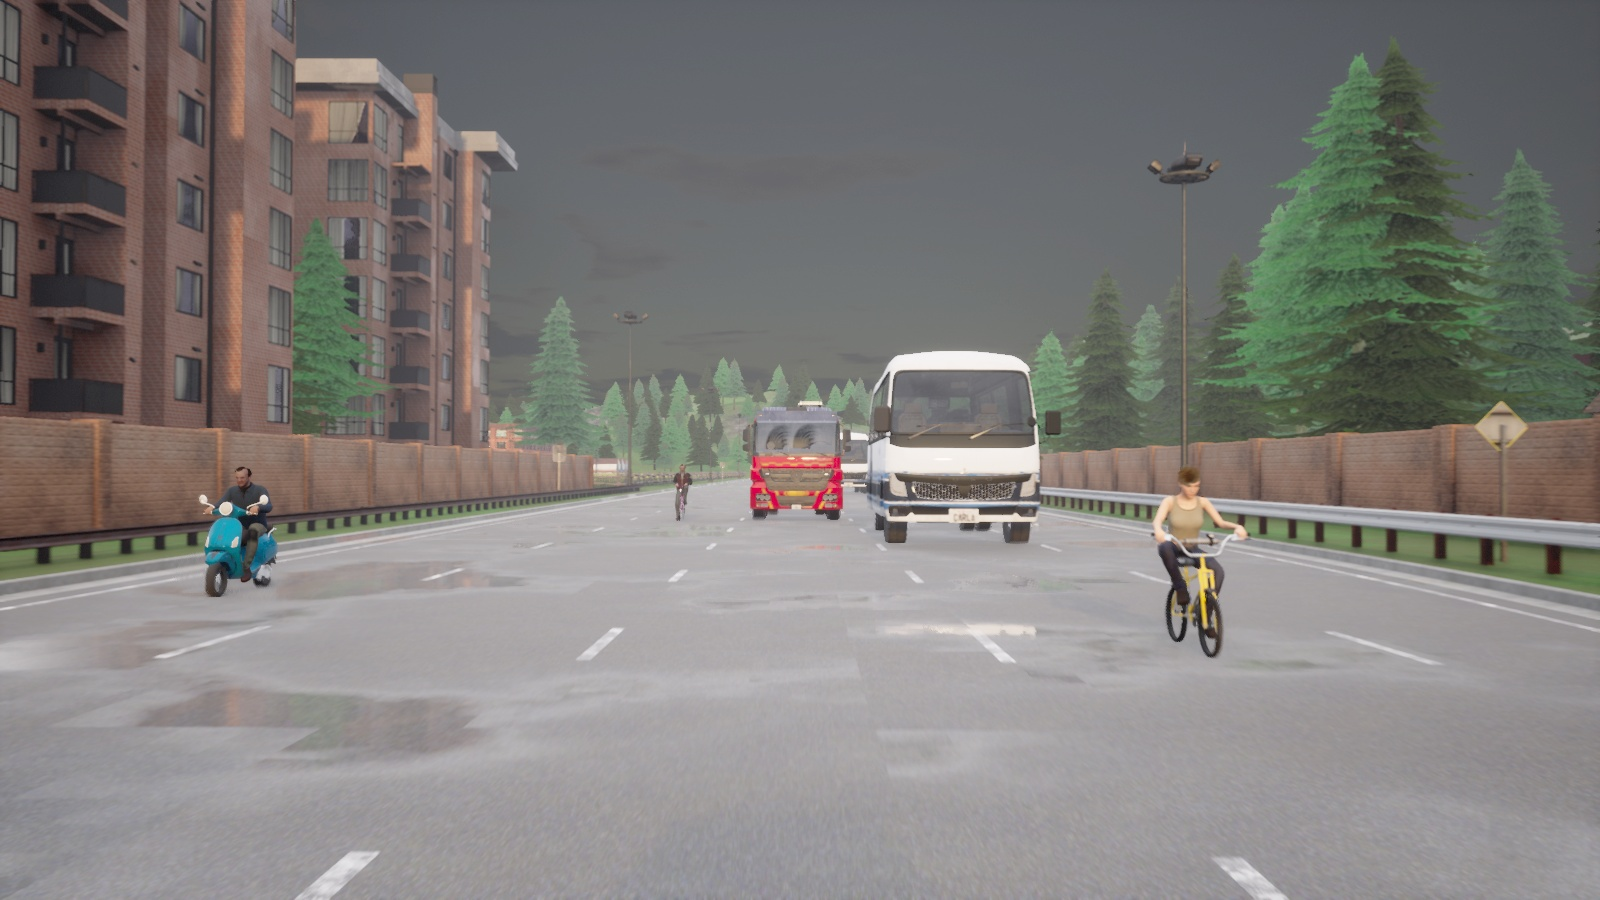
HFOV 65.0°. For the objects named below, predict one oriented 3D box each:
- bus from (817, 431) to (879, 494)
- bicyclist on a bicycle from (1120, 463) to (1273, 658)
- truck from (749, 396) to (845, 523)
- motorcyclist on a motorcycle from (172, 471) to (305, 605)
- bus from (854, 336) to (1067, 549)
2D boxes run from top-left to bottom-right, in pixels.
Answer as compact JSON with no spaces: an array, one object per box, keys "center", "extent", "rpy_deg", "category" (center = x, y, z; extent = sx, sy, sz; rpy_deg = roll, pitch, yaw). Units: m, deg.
[{"center":[3.278,0.917,89.224],"extent":[3.944,4.253,10.273],"rpy_deg":[0,-1,0],"category":"bus"},{"center":[3.472,0.924,11.157],"extent":[0.866,1.612,1.509],"rpy_deg":[0,-1,0],"category":"bicyclist on a bicycle"},{"center":[-0.108,0.358,42.339],"extent":[2.891,3.827,8.468],"rpy_deg":[0,-1,0],"category":"truck"},{"center":[-7.039,1.061,15.856],"extent":[0.866,1.590,1.817],"rpy_deg":[0,-1,0],"category":"motorcyclist on a motorcycle"},{"center":[3.429,-0.069,30.289],"extent":[3.944,4.253,10.273],"rpy_deg":[0,-1,1],"category":"bus"}]
